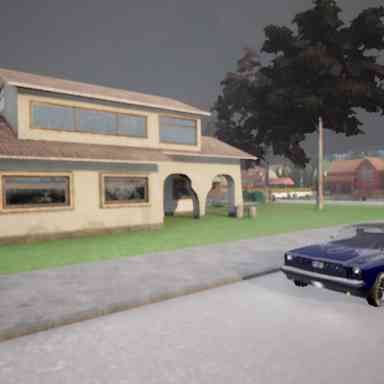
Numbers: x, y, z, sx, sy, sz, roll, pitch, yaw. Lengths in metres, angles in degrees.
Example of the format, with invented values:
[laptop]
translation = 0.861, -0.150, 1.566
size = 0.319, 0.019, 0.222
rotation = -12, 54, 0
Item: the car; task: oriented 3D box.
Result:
[car]
translation = 4.220, 1.452, 7.793
size = 4.718, 1.301, 1.895
rotation = -1, 1, -37
